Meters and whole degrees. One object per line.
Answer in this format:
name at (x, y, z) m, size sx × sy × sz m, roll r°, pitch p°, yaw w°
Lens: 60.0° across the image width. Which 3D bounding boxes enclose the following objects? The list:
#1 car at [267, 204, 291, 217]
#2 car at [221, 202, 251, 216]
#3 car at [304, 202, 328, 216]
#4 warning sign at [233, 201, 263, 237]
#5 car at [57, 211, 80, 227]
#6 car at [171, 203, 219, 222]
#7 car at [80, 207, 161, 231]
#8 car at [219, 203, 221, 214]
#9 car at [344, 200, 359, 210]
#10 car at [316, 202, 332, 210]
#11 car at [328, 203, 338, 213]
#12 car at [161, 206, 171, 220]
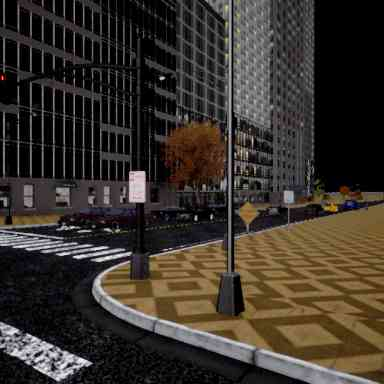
car at (10.938, 2.248, 41.789) m, size 2.128 × 1.511 × 4.902 m, roll 0°, pitch -1°, yaw 33°
car at (5.872, 2.033, 40.275) m, size 2.097 × 1.767 × 4.553 m, roll 0°, pitch -1°, yaw 33°
car at (16.294, 2.353, 44.203) m, size 1.837 × 1.490 × 4.892 m, roll 0°, pitch -1°, yaw 33°
warning sign at (3.122, 1.454, 18.553) m, size 1.300 × 1.860 × 1.060 m, roll 1°, pitch 1°, yaw 33°
car at (-7.526, 1.872, 25.506) m, size 2.033 × 1.411 × 5.357 m, roll 0°, pitch -1°, yaw 33°
car at (0.404, 2.005, 31.810) m, size 1.837 × 1.490 × 4.892 m, roll 0°, pitch -1°, yaw 33°
car at (-4.874, 1.873, 23.623) m, size 2.033 × 1.411 × 5.357 m, roll 0°, pitch -1°, yaw 33°
car at (3.068, 2.166, 41.924) m, size 2.128 × 1.511 × 4.902 m, roll 0°, pitch -1°, yaw 33°
car at (31.486, 2.536, 65.760) m, size 2.150 × 2.045 × 5.566 m, roll 0°, pitch -1°, yaw 33°
car at (25.762, 2.727, 64.794) m, size 2.128 × 1.511 × 4.902 m, roll 0°, pitch -1°, yaw 33°
car at (21.890, 2.509, 52.970) m, size 1.882 × 1.535 × 5.008 m, roll 0°, pitch -1°, yaw 33°
car at (-2.330, 2.097, 33.567) m, size 1.895 × 1.301 × 4.718 m, roll 0°, pitch -1°, yaw 33°
